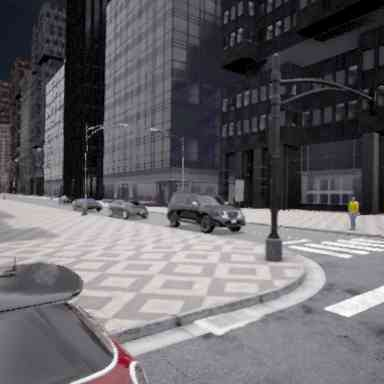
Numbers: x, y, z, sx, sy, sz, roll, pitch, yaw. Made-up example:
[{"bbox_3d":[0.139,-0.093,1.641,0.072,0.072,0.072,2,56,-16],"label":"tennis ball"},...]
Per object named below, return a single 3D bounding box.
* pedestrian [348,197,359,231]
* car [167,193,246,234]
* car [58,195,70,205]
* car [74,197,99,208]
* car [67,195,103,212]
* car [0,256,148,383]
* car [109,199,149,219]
[{"bbox_3d":[8.804,1.150,18.127,0.375,1.860,0.375,1,-1,-35],"label":"pedestrian"},{"bbox_3d":[0.616,1.109,18.909,2.150,2.045,5.566,1,-1,-33],"label":"car"},{"bbox_3d":[-20.298,1.280,53.869,1.837,1.490,4.892,1,0,-35],"label":"car"},{"bbox_3d":[-14.547,1.397,45.753,1.994,1.385,4.181,1,0,-35],"label":"car"},{"bbox_3d":[-11.315,1.373,35.696,2.033,1.411,5.357,1,0,-35],"label":"car"},{"bbox_3d":[-2.438,1.356,1.585,4.553,1.767,2.097,0,0,-36],"label":"car"},{"bbox_3d":[-5.238,1.364,27.132,1.837,1.490,4.892,1,-1,-35],"label":"car"}]
